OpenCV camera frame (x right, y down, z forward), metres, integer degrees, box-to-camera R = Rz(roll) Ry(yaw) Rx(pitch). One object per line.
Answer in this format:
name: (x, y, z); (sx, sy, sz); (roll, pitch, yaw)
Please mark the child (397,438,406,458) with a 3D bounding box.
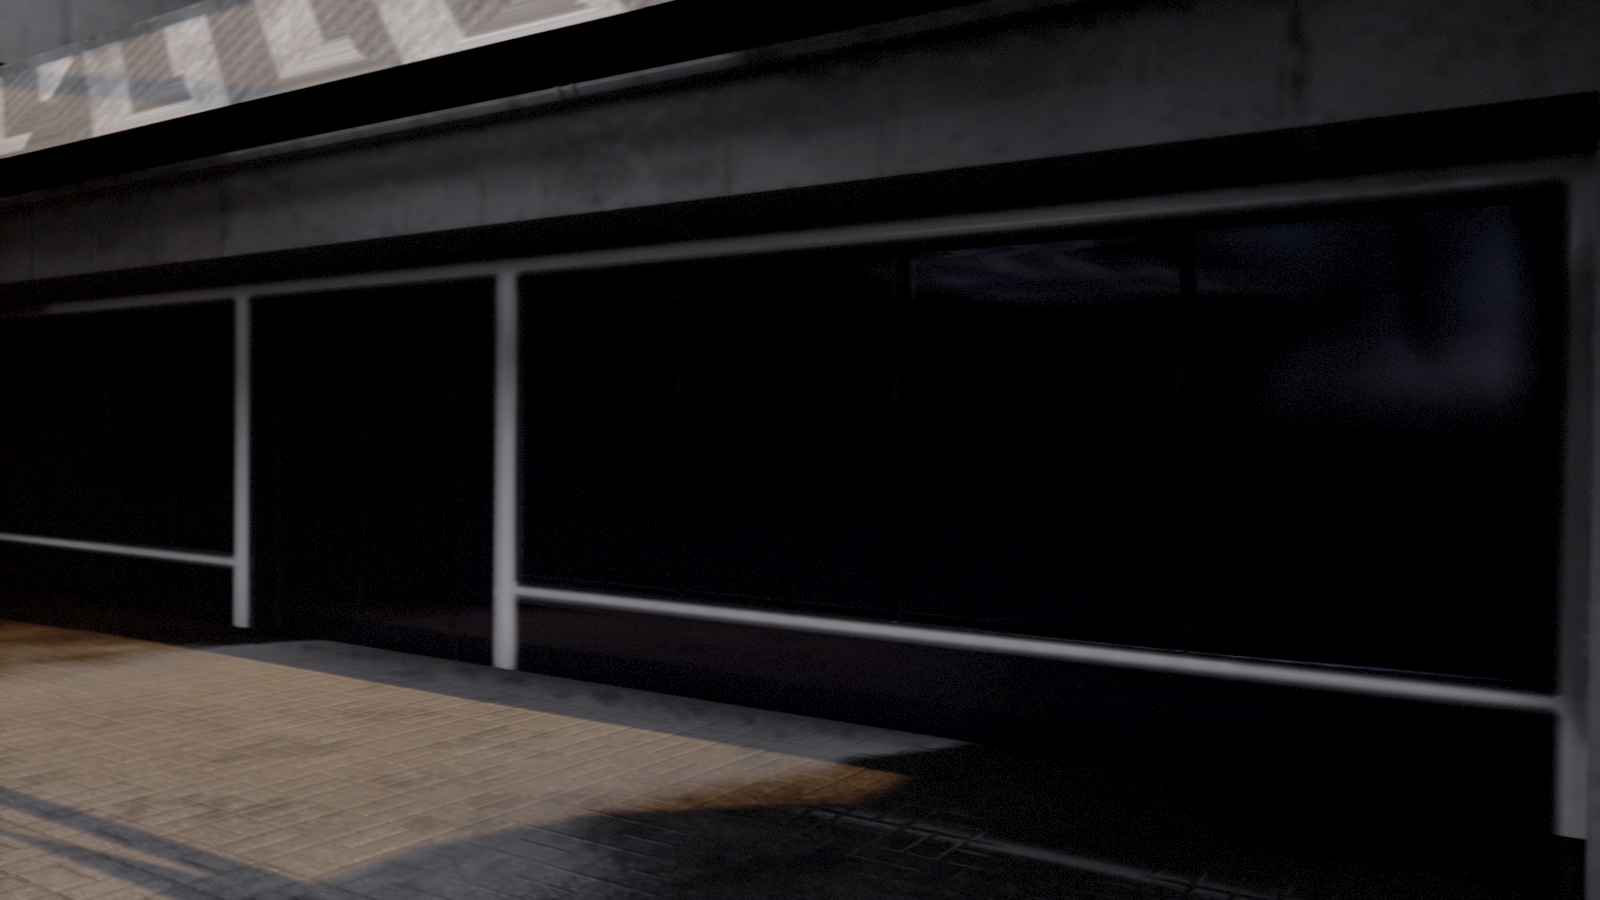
child: (-25.458, -0.150, 80.279); (0.270, 1.263, 0.437); (0, 1, 32)
